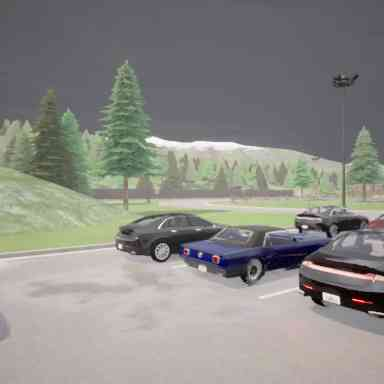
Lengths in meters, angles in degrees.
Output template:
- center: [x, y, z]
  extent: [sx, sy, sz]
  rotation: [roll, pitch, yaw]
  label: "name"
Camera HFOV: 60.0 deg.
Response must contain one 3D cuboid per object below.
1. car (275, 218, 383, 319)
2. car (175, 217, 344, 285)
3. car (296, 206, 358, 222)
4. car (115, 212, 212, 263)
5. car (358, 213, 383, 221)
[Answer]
- center: [4.207, 1.491, 6.743]
  extent: [4.902, 1.511, 2.128]
  rotation: [0, 0, -36]
  label: "car"
- center: [2.075, 1.601, 9.520]
  extent: [4.718, 1.301, 1.895]
  rotation: [0, 0, -35]
  label: "car"
- center: [7.496, 1.492, 17.681]
  extent: [4.902, 1.511, 2.128]
  rotation: [0, 0, -35]
  label: "car"
- center: [-0.331, 1.505, 12.104]
  extent: [4.892, 1.490, 1.837]
  rotation: [0, 0, -35]
  label: "car"
- center: [9.687, 1.525, 14.944]
  extent: [4.674, 1.442, 1.812]
  rotation: [0, 0, -35]
  label: "car"
